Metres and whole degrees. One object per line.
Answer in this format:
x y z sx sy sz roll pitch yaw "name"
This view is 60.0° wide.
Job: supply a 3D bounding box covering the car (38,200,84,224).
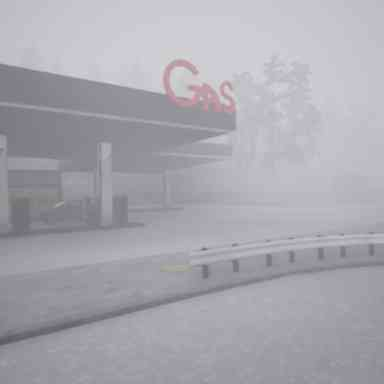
-8.558 1.321 22.830 3.633 1.501 1.845 -1 1 -36 "car"
